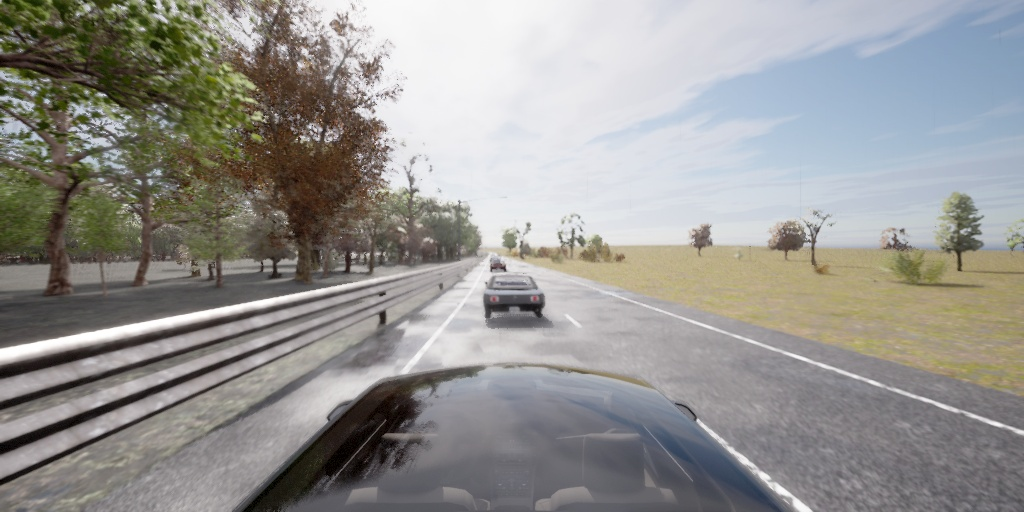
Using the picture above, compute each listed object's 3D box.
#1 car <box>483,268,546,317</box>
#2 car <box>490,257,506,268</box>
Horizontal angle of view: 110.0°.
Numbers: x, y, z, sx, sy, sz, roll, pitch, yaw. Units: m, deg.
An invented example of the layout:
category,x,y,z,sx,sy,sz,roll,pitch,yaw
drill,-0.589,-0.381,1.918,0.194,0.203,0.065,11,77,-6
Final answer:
category,x,y,z,sx,sy,sz,roll,pitch,yaw
car,-0.039,1.287,12.841,1.895,1.301,4.718,0,0,-3
car,-1.689,1.096,42.763,1.895,1.301,4.718,0,0,-3
